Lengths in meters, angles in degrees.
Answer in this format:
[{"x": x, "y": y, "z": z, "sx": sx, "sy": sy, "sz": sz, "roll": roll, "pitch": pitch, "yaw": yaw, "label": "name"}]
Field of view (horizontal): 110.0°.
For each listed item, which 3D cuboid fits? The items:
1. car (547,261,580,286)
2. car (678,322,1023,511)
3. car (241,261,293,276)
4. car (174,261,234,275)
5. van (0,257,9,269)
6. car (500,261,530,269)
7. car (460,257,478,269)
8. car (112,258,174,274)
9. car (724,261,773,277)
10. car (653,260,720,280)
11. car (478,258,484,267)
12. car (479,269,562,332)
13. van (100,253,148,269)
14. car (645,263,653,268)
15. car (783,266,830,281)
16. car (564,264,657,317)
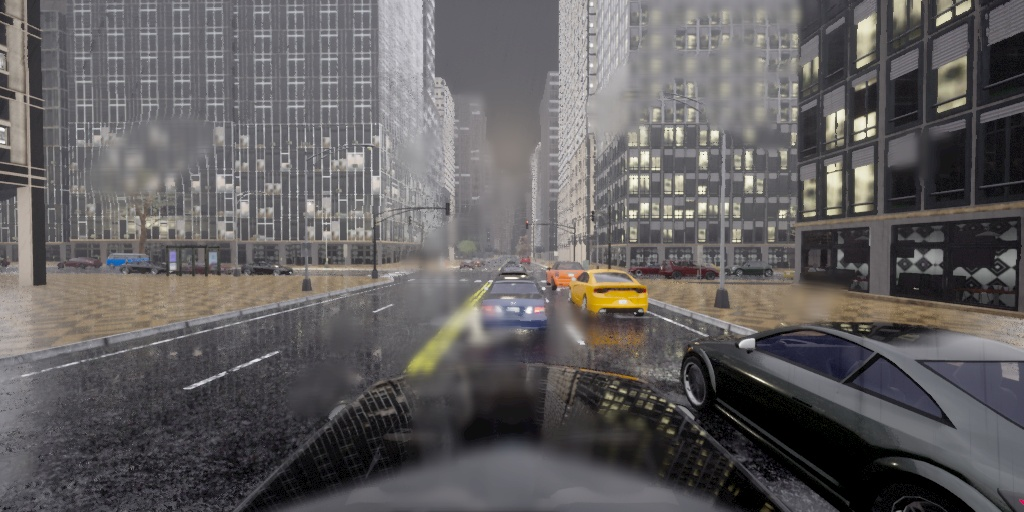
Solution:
[{"x": 3.311, "y": 1.091, "z": 22.238, "sx": 2.097, "sy": 1.767, "sz": 4.553, "roll": 0, "pitch": 0, "yaw": 0, "label": "car"}, {"x": 3.337, "y": 1.313, "z": 3.400, "sx": 1.994, "sy": 1.385, "sz": 4.181, "roll": 0, "pitch": 0, "yaw": 1, "label": "car"}, {"x": -22.791, "y": 1.172, "z": 33.393, "sx": 4.313, "sy": 1.339, "sz": 1.948, "roll": 0, "pitch": 0, "yaw": 1, "label": "car"}, {"x": -28.476, "y": 1.136, "z": 33.515, "sx": 4.207, "sy": 1.307, "sz": 1.802, "roll": 0, "pitch": 0, "yaw": 1, "label": "car"}, {"x": -51.201, "y": 0.685, "z": 34.043, "sx": 3.998, "sy": 1.789, "sz": 1.690, "roll": 0, "pitch": 0, "yaw": 1, "label": "van"}, {"x": 0.065, "y": 1.231, "z": 20.579, "sx": 2.128, "sy": 1.511, "sz": 4.902, "roll": 0, "pitch": 0, "yaw": 0, "label": "car"}, {"x": -6.692, "y": 1.275, "z": 54.351, "sx": 1.994, "sy": 1.385, "sz": 4.181, "roll": 0, "pitch": 0, "yaw": 0, "label": "car"}, {"x": -34.157, "y": 1.067, "z": 33.678, "sx": 4.313, "sy": 1.339, "sz": 1.948, "roll": 0, "pitch": 0, "yaw": 1, "label": "car"}, {"x": 25.297, "y": 1.290, "z": 38.573, "sx": 4.553, "sy": 1.767, "sz": 2.097, "roll": 1, "pitch": 1, "yaw": 1, "label": "car"}, {"x": 16.135, "y": 1.267, "z": 32.940, "sx": 5.009, "sy": 1.841, "sz": 2.192, "roll": 0, "pitch": 0, "yaw": 1, "label": "car"}, {"x": -6.680, "y": 1.051, "z": 64.352, "sx": 2.097, "sy": 1.767, "sz": 4.553, "roll": 0, "pitch": 0, "yaw": 0, "label": "car"}, {"x": 0.084, "y": 1.293, "z": 10.827, "sx": 2.033, "sy": 1.411, "sz": 5.357, "roll": 0, "pitch": 0, "yaw": 1, "label": "car"}, {"x": -45.364, "y": 0.602, "z": 42.317, "sx": 3.998, "sy": 1.789, "sz": 1.690, "roll": 0, "pitch": 0, "yaw": 1, "label": "van"}, {"x": 15.009, "y": 1.448, "z": 38.766, "sx": 4.718, "sy": 1.301, "sz": 1.895, "roll": 1, "pitch": 1, "yaw": 2, "label": "car"}, {"x": 27.583, "y": 1.576, "z": 32.765, "sx": 4.829, "sy": 1.417, "sz": 1.751, "roll": 0, "pitch": 0, "yaw": 1, "label": "car"}, {"x": 3.328, "y": 1.222, "z": 13.233, "sx": 1.882, "sy": 1.535, "sz": 5.008, "roll": 0, "pitch": 0, "yaw": 0, "label": "car"}]
